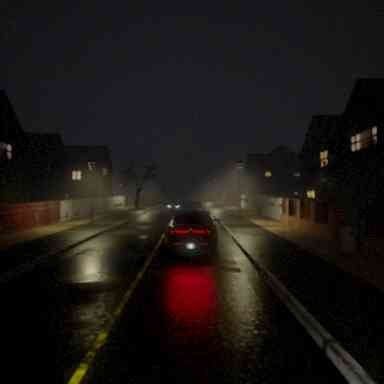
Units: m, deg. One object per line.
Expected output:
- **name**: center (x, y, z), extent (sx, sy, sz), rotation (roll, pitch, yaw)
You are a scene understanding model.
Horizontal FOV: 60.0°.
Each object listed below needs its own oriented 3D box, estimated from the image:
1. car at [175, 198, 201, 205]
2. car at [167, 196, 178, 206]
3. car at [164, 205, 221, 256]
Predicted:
- **car**: center (0.016, 1.423, 25.847), extent (2.033, 1.411, 5.357), rotation (0, 0, 0)
- **car**: center (-2.841, 1.339, 51.366), extent (2.033, 1.411, 5.357), rotation (0, 0, 0)
- **car**: center (0.032, 1.436, 12.713), extent (1.837, 1.490, 4.892), rotation (0, 0, 2)
